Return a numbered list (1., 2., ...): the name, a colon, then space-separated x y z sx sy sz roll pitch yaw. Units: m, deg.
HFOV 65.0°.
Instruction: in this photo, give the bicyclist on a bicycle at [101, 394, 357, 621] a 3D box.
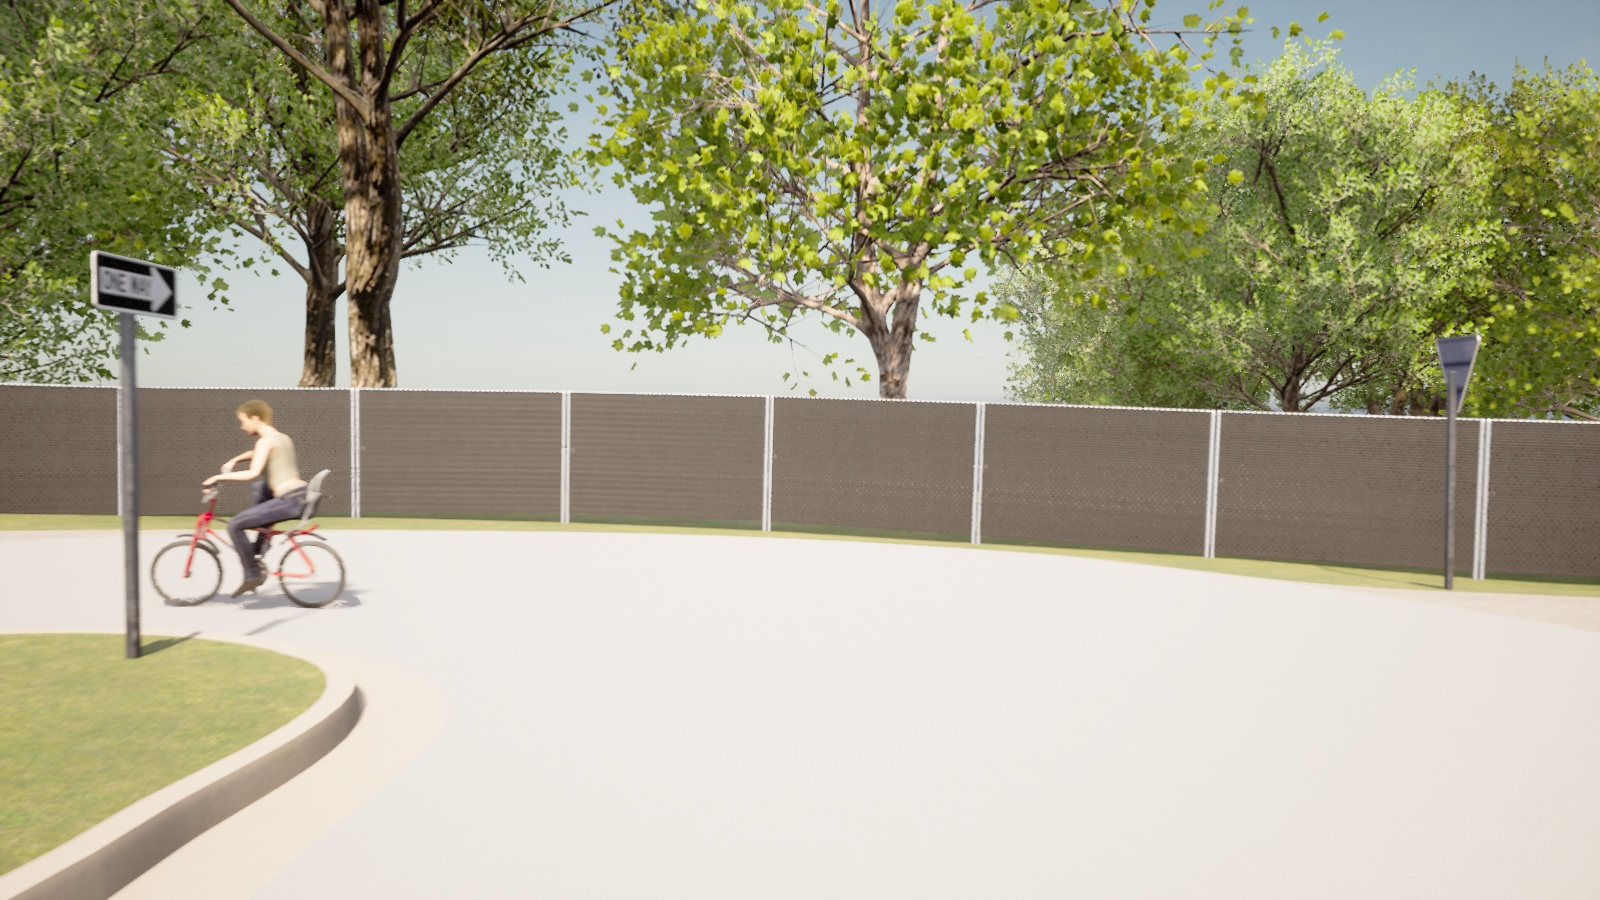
1. bicyclist on a bicycle: -4.292 0.407 9.554 1.509 1.612 0.866 1 5 -1
